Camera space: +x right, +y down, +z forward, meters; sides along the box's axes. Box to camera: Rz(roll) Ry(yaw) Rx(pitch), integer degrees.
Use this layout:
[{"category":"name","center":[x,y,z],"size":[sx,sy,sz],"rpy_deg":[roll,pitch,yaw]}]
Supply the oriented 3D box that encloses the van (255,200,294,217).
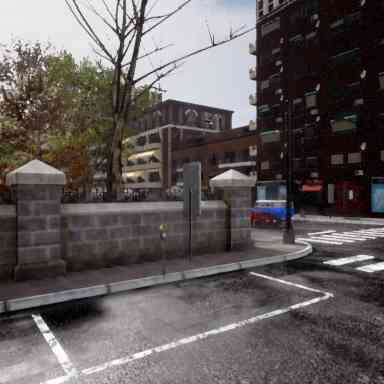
[{"category":"van","center":[7.304,1.643,30.180],"size":[1.690,1.788,3.998],"rpy_deg":[-1,0,-36]}]

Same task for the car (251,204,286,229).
[{"category":"car","center":[4.451,1.834,24.264],"size":[1.994,1.385,4.181],"rpy_deg":[0,-1,-36]}]
